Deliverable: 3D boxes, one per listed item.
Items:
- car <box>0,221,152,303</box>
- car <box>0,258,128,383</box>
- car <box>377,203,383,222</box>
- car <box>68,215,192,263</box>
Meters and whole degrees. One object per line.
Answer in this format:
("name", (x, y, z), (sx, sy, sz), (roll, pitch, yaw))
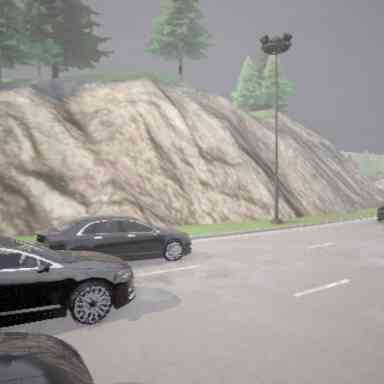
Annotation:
("car", (-3.392, 1.489, 5.527), (4.902, 1.511, 2.128), (0, 0, -32))
("car", (-2.952, 1.508, 1.664), (4.892, 1.490, 1.837), (0, 0, -32))
("car", (15.214, 1.426, 24.513), (4.892, 1.490, 1.837), (0, 0, -44))
("car", (-2.291, 1.491, 10.414), (4.892, 1.490, 1.837), (0, 0, -33))
